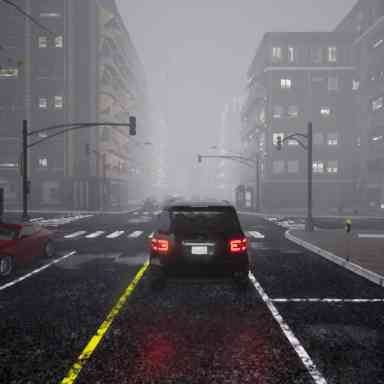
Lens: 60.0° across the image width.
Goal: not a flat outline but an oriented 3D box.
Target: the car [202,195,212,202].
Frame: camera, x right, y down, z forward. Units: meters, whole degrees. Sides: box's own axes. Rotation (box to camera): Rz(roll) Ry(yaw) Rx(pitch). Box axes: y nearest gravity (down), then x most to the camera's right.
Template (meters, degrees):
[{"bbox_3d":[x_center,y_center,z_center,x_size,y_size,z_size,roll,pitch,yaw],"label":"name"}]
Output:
[{"bbox_3d":[3.426,1.440,76.184,1.967,1.590,4.097,0,0,1],"label":"car"}]

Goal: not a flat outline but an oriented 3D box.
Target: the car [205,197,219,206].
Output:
[{"bbox_3d":[3.204,1.549,53.630,2.008,1.369,4.403,0,0,1],"label":"car"}]

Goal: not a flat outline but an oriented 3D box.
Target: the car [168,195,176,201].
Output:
[{"bbox_3d":[-4.899,1.525,81.741,1.752,1.417,4.829,0,0,1],"label":"car"}]

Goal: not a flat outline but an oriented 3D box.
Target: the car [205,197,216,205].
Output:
[{"bbox_3d":[3.260,1.543,59.268,1.887,1.381,4.507,0,0,1],"label":"car"}]

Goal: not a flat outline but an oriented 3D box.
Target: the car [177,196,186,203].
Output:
[{"bbox_3d":[-2.302,1.522,71.915,1.812,1.442,4.674,0,0,1],"label":"car"}]

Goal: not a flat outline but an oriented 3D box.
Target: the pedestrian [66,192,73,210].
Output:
[{"bbox_3d":[-12.395,0.902,33.504,0.375,1.860,0.375,0,-1,0],"label":"pedestrian"}]

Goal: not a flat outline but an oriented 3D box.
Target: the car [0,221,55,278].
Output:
[{"bbox_3d":[-5.607,1.581,10.033,1.802,1.307,4.206,0,0,1],"label":"car"}]

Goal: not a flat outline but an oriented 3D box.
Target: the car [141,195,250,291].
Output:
[{"bbox_3d":[0.171,1.221,9.114,2.150,2.045,5.566,0,0,1],"label":"car"}]

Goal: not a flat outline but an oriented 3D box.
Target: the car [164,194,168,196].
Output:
[{"bbox_3d":[-5.010,1.314,70.633,2.192,1.841,5.009,0,0,1],"label":"car"}]

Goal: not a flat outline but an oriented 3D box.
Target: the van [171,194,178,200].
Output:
[{"bbox_3d":[-4.786,1.340,93.188,1.690,1.788,3.998,0,0,1],"label":"van"}]

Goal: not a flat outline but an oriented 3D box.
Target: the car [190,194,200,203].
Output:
[{"bbox_3d":[0.724,1.354,72.938,2.097,1.767,4.553,0,0,1],"label":"car"}]

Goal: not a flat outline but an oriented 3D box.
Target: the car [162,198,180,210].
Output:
[{"bbox_3d":[-2.671,1.562,43.069,1.994,1.385,4.181,0,0,2],"label":"car"}]

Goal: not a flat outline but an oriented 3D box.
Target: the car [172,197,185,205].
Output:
[{"bbox_3d":[-2.466,1.563,61.610,1.994,1.385,4.181,0,0,1],"label":"car"}]

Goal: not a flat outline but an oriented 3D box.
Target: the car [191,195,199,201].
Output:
[{"bbox_3d":[0.806,1.477,82.715,1.882,1.535,5.008,0,0,1],"label":"car"}]
